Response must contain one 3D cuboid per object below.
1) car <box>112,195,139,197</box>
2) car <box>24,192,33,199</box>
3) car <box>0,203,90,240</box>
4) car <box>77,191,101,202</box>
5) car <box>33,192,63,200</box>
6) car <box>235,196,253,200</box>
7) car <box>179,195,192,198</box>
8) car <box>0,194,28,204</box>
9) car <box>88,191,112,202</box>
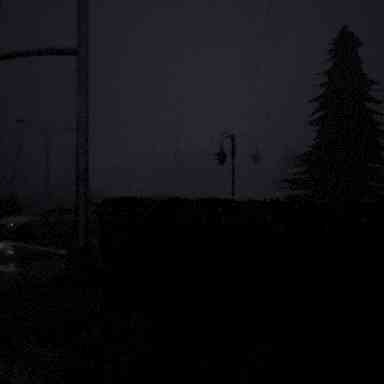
[{"bbox_3d":[-8.252,1.184,44.831,1.970,1.475,3.806,0,0,36],"label":"car"},{"bbox_3d":[-34.768,0.791,72.510,1.970,1.475,3.806,0,0,36],"label":"car"},{"bbox_3d":[-7.358,1.429,16.728,1.812,1.442,4.674,0,1,35],"label":"car"},{"bbox_3d":[-19.030,0.760,61.485,1.905,1.878,3.866,0,0,36],"label":"car"},{"bbox_3d":[-29.384,0.754,69.002,2.152,1.636,5.027,0,0,36],"label":"car"},{"bbox_3d":[5.095,1.261,34.249,2.097,1.767,4.553,0,0,35],"label":"car"},{"bbox_3d":[-1.480,1.196,49.085,1.845,1.501,3.633,0,0,36],"label":"car"},{"bbox_3d":[-16.767,1.151,28.011,2.007,1.523,4.514,0,0,36],"label":"car"},{"bbox_3d":[-16.437,0.799,60.112,1.932,1.855,4.605,0,0,36],"label":"car"}]
